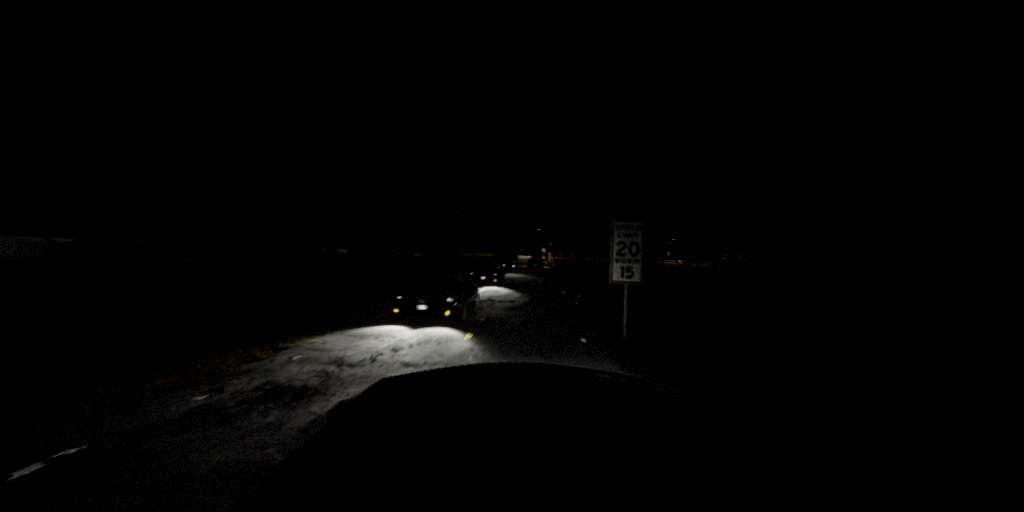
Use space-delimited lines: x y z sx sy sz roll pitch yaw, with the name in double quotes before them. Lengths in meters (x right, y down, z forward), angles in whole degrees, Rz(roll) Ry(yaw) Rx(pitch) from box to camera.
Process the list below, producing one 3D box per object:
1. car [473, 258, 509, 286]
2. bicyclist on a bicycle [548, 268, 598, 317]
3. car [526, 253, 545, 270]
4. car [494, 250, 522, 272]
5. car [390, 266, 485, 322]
"car" -1.515 1.027 22.536 1.994 1.385 4.181 2 1 4
"bicyclist on a bicycle" 2.011 1.217 11.854 1.656 1.620 0.582 2 0 4
"car" 2.715 0.719 40.822 1.812 1.442 4.674 2 1 4
"car" -0.538 0.425 35.706 2.150 2.045 5.566 2 1 4
"car" -2.287 1.176 11.621 1.994 1.385 4.181 2 0 4
